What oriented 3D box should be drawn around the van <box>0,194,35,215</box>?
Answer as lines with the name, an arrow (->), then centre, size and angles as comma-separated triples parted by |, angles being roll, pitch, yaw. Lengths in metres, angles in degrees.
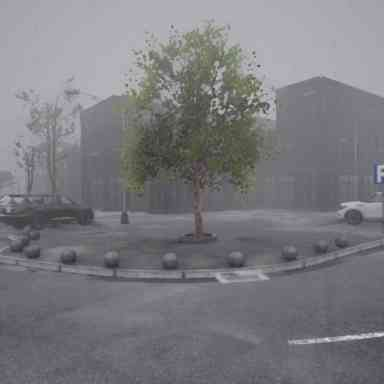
van -> -17.947, 1.187, 32.416 | 1.878, 1.987, 4.442 | 0, 0, 31

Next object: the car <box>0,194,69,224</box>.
car -> -12.476, 1.155, 25.349 | 2.435, 2.045, 5.566 | 0, 0, 31

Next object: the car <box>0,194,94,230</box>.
car -> -8.769, 1.150, 20.780 | 2.435, 2.045, 5.566 | 0, 0, 32

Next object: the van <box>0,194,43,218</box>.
van -> -16.102, 1.185, 30.103 | 1.878, 1.987, 4.442 | 0, 0, 31

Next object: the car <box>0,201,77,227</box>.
car -> -10.619, 1.433, 23.036 | 2.163, 1.488, 4.792 | 0, 0, 31

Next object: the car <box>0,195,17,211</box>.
car -> -23.528, 1.292, 39.275 | 2.185, 1.767, 4.553 | 0, 0, 31

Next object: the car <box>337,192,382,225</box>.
car -> 11.807, 0.957, 20.103 | 5.566, 2.045, 2.435 | -1, 0, 33

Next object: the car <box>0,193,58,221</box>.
car -> -14.322, 1.157, 27.663 | 2.435, 2.045, 5.566 | 0, 0, 31
